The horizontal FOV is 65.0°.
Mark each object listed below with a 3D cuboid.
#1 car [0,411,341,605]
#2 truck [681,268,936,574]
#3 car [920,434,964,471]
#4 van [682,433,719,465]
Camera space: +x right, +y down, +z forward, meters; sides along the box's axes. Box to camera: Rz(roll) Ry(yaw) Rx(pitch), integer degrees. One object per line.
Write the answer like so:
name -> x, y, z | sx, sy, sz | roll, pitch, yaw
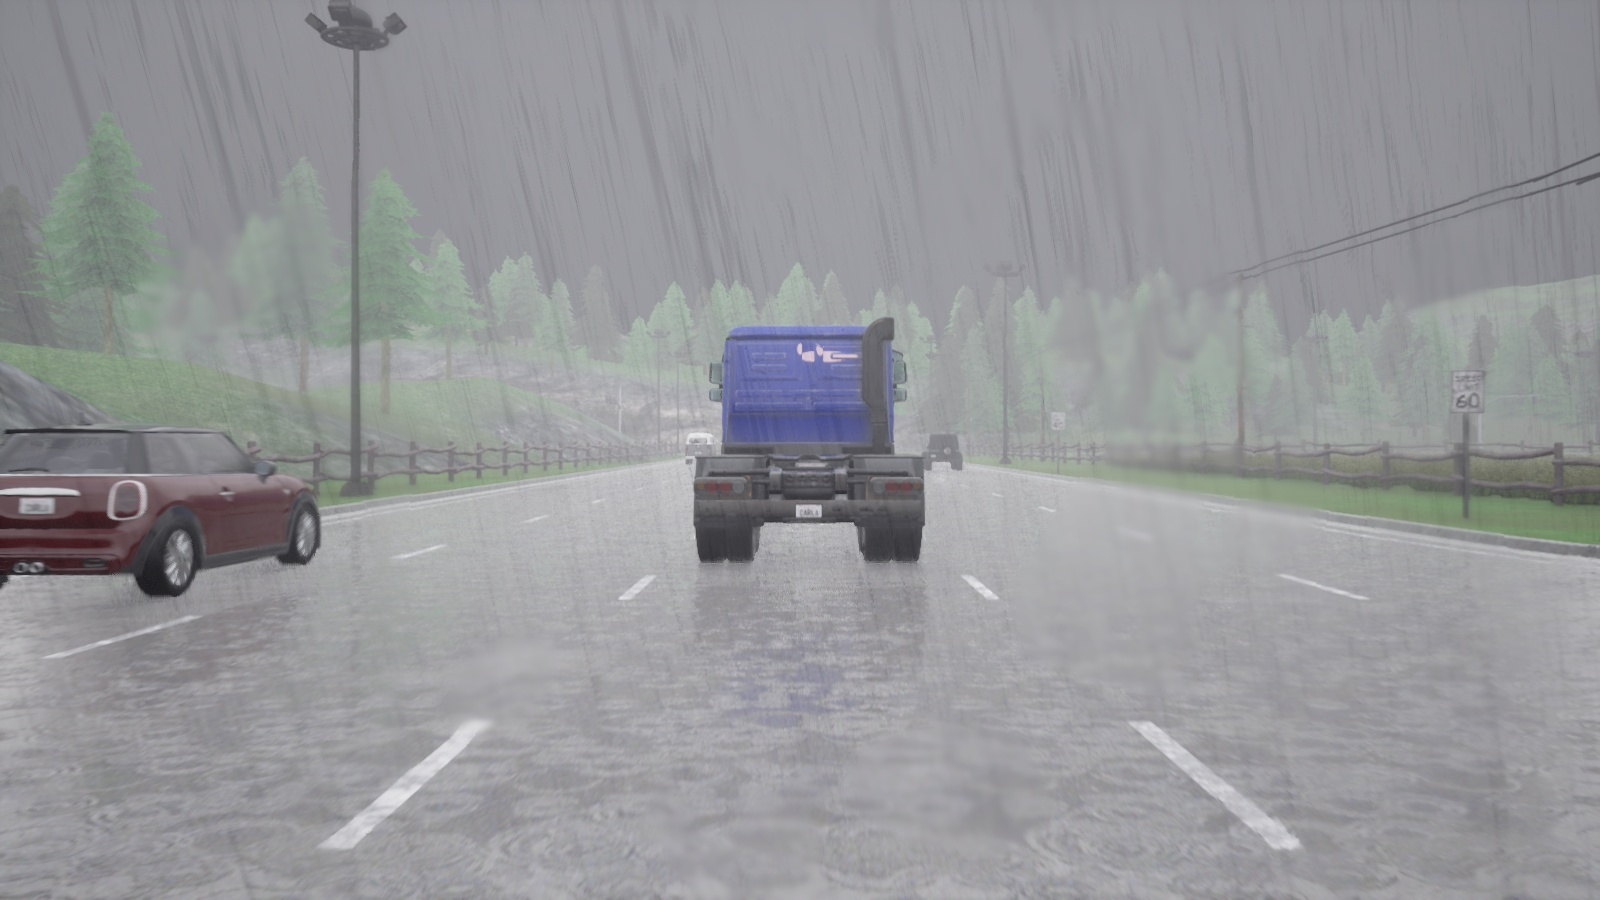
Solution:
car -> -6.907, 0.510, 13.709 | 2.097, 1.767, 4.553 | 0, 0, 0
truck -> 0.119, -0.354, 18.199 | 2.891, 3.462, 7.936 | 0, 0, 0
car -> 7.385, 0.122, 65.514 | 1.905, 1.878, 3.866 | 0, 0, 0
van -> -6.518, -0.074, 82.727 | 2.069, 2.038, 4.480 | 0, 0, 0
